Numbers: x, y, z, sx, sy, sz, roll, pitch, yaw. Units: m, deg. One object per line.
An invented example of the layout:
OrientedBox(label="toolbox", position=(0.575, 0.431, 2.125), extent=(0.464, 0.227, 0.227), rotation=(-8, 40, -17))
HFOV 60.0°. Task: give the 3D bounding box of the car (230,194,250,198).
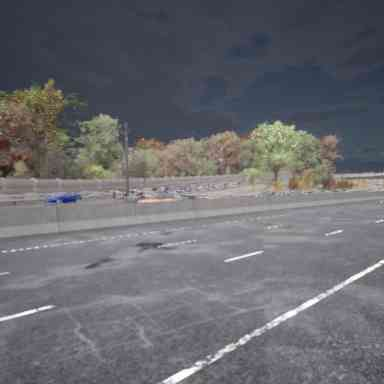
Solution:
OrientedBox(label="car", position=(7.600, 0.963, 49.204), extent=(4.718, 1.301, 1.895), rotation=(-1, 1, -45))

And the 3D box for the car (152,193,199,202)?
OrientedBox(label="car", position=(-0.926, 1.163, 30.662), extent=(1.837, 1.490, 4.892), rotation=(0, 1, 45))

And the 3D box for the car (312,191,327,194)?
OrientedBox(label="car", position=(22.421, 0.565, 59.162), extent=(5.008, 1.535, 1.882), rotation=(-1, 1, -45))

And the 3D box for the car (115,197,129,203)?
OrientedBox(label="car", position=(-5.901, 1.099, 35.559), extent=(1.837, 1.490, 4.892), rotation=(3, 0, 45))

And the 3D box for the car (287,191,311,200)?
OrientedBox(label="car", position=(19.755, 0.591, 61.435), extent=(2.128, 1.511, 4.902), rotation=(0, 1, 45))

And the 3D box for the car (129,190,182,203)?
OrientedBox(label="car", position=(-3.468, 1.016, 33.068), extent=(2.097, 1.767, 4.553), rotation=(0, 1, 45))

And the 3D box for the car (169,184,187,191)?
OrientedBox(label="car", position=(-2.936, -0.667, 71.031), extent=(2.150, 2.045, 5.566), rotation=(-1, 3, 24))

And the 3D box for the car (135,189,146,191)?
OrientedBox(label="car", position=(-8.915, 0.254, 56.953), extent=(2.128, 1.511, 4.902), rotation=(-1, 2, 22))

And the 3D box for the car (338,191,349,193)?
OrientedBox(label="car", position=(26.497, 0.540, 58.284), extent=(2.128, 1.511, 4.902), rotation=(0, 1, 45))

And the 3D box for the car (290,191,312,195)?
OrientedBox(label="car", position=(14.372, 0.877, 46.088), extent=(4.181, 1.385, 1.994), rotation=(-1, 1, -45))

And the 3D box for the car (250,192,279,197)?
OrientedBox(label="car", position=(10.762, 0.848, 47.424), extent=(4.892, 1.490, 1.837), rotation=(-1, 0, -45))

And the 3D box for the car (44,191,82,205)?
OrientedBox(label="car", position=(-15.515, 0.705, 40.218), extent=(1.882, 1.535, 5.008), rotation=(-1, 1, 23))
